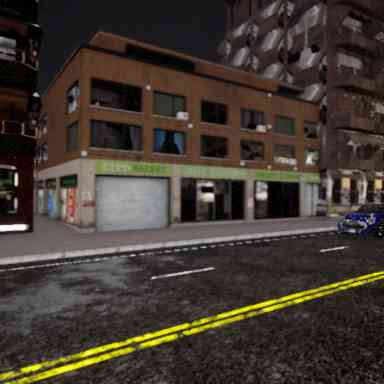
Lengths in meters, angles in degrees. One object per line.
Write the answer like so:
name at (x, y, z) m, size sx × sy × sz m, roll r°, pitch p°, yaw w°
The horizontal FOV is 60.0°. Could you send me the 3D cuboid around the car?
car at (10.144, 1.443, 18.390) m, size 4.553 × 1.767 × 2.097 m, roll 0°, pitch 0°, yaw -33°
